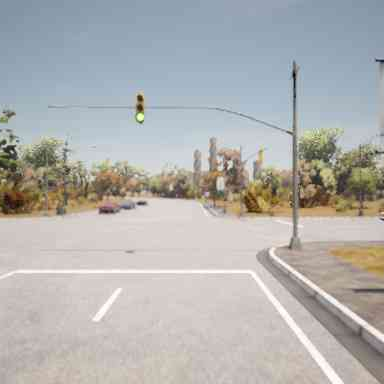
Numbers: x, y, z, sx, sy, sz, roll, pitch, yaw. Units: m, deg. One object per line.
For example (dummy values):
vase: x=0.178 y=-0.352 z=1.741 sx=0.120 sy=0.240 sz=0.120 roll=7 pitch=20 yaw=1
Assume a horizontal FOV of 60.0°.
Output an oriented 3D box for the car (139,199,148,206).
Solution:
car: x=-10.402 y=2.223 z=69.597 sx=1.895 sy=1.301 sz=4.718 roll=0 pitch=0 yaw=0

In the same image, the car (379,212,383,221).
car: x=17.483 y=1.900 z=26.284 sx=4.718 sy=1.301 sz=1.895 roll=0 pitch=-1 yaw=-3

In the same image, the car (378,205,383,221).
car: x=19.978 y=1.887 z=29.928 sx=5.357 sy=1.411 sz=2.033 roll=0 pitch=-1 yaw=-3

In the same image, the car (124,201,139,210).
car: x=-10.505 y=2.150 z=54.314 sx=2.033 sy=1.411 sz=5.357 roll=0 pitch=0 yaw=0

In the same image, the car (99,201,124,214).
car: x=-10.530 y=1.966 z=42.775 sx=1.882 sy=1.535 sz=5.008 roll=0 pitch=-1 yaw=0
